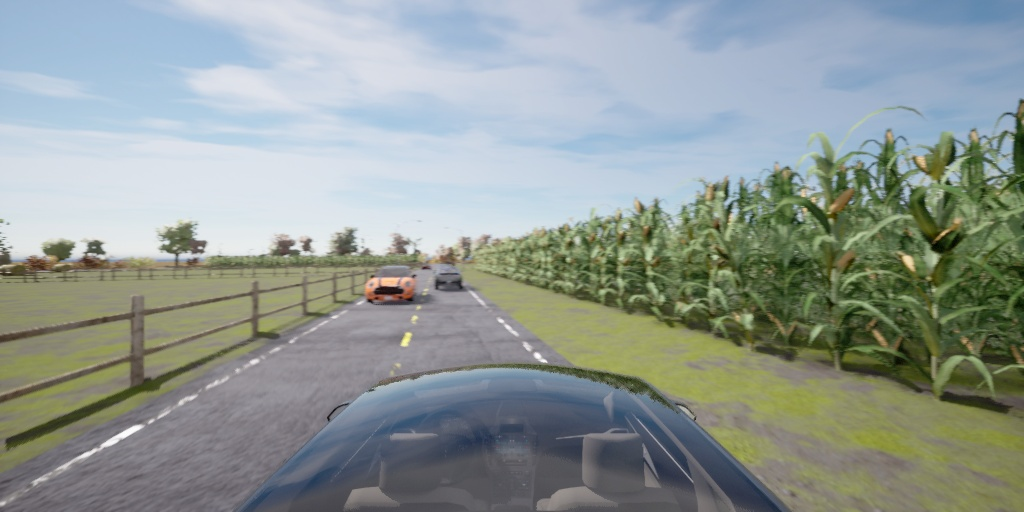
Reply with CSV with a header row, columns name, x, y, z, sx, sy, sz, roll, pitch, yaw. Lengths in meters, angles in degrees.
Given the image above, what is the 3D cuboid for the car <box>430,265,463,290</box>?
name,x,y,z,sx,sy,sz,roll,pitch,yaw
car,-4.480,1.480,25.191,2.128,1.511,4.902,0,-1,-11

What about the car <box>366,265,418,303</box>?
name,x,y,z,sx,sy,sz,roll,pitch,yaw
car,-5.896,1.284,18.029,2.097,1.767,4.553,0,-1,-12
